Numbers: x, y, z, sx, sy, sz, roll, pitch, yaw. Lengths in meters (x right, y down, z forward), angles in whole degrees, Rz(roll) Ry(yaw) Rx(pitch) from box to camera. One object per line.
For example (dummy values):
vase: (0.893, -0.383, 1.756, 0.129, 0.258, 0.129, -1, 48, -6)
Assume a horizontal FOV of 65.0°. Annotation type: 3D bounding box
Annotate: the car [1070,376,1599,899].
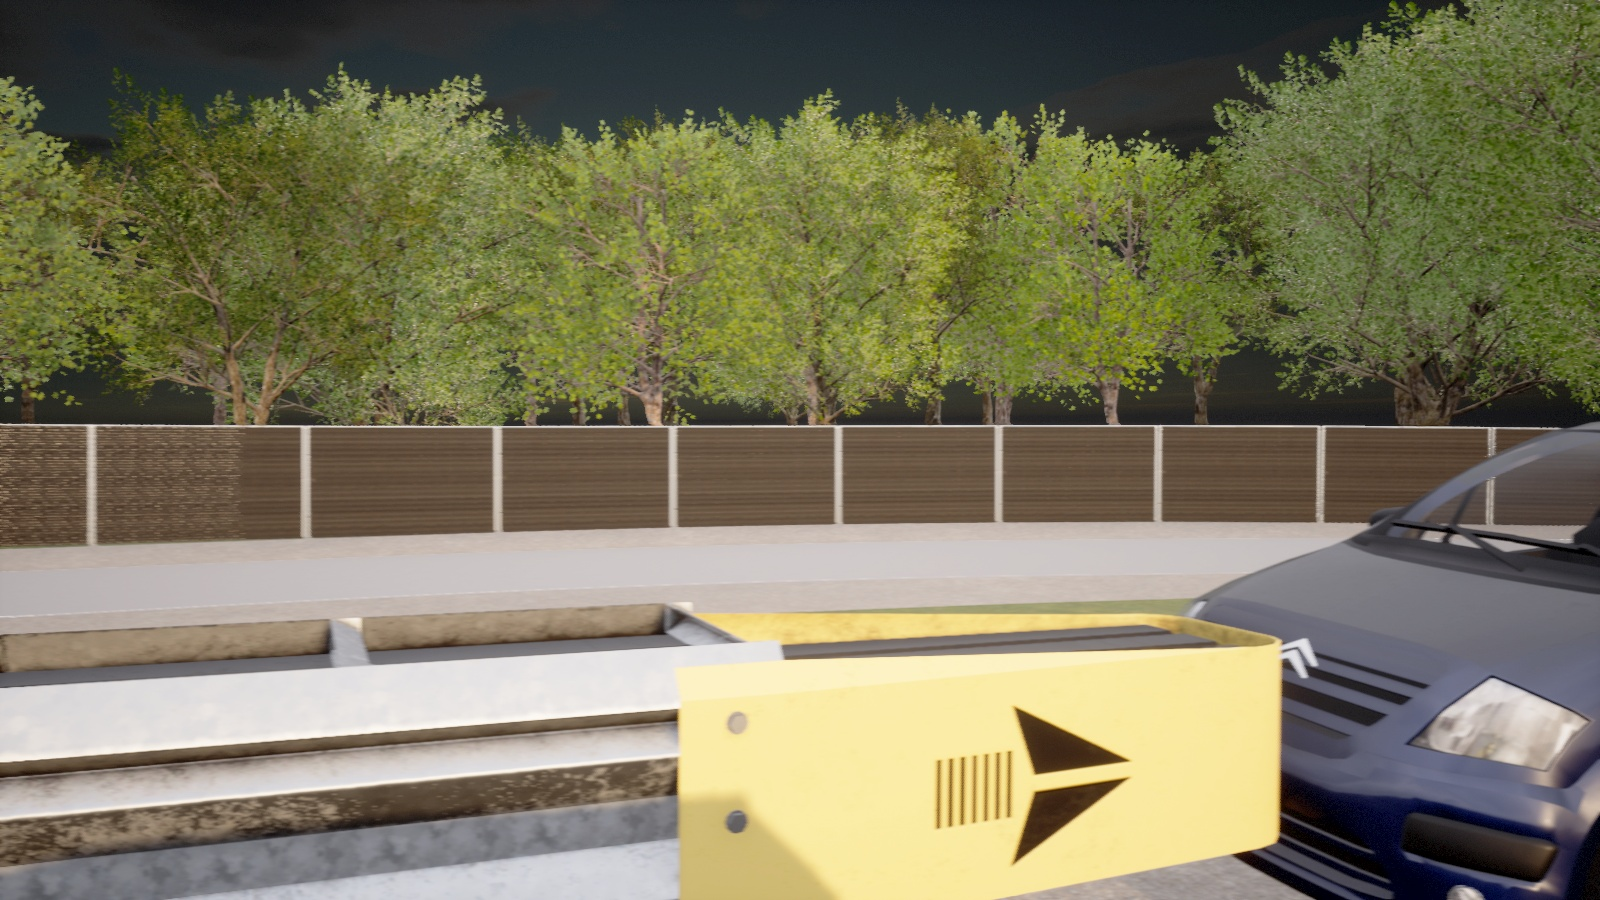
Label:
car: (3.195, 0.567, 4.413, 3.988, 1.617, 1.851, -1, 3, -20)
